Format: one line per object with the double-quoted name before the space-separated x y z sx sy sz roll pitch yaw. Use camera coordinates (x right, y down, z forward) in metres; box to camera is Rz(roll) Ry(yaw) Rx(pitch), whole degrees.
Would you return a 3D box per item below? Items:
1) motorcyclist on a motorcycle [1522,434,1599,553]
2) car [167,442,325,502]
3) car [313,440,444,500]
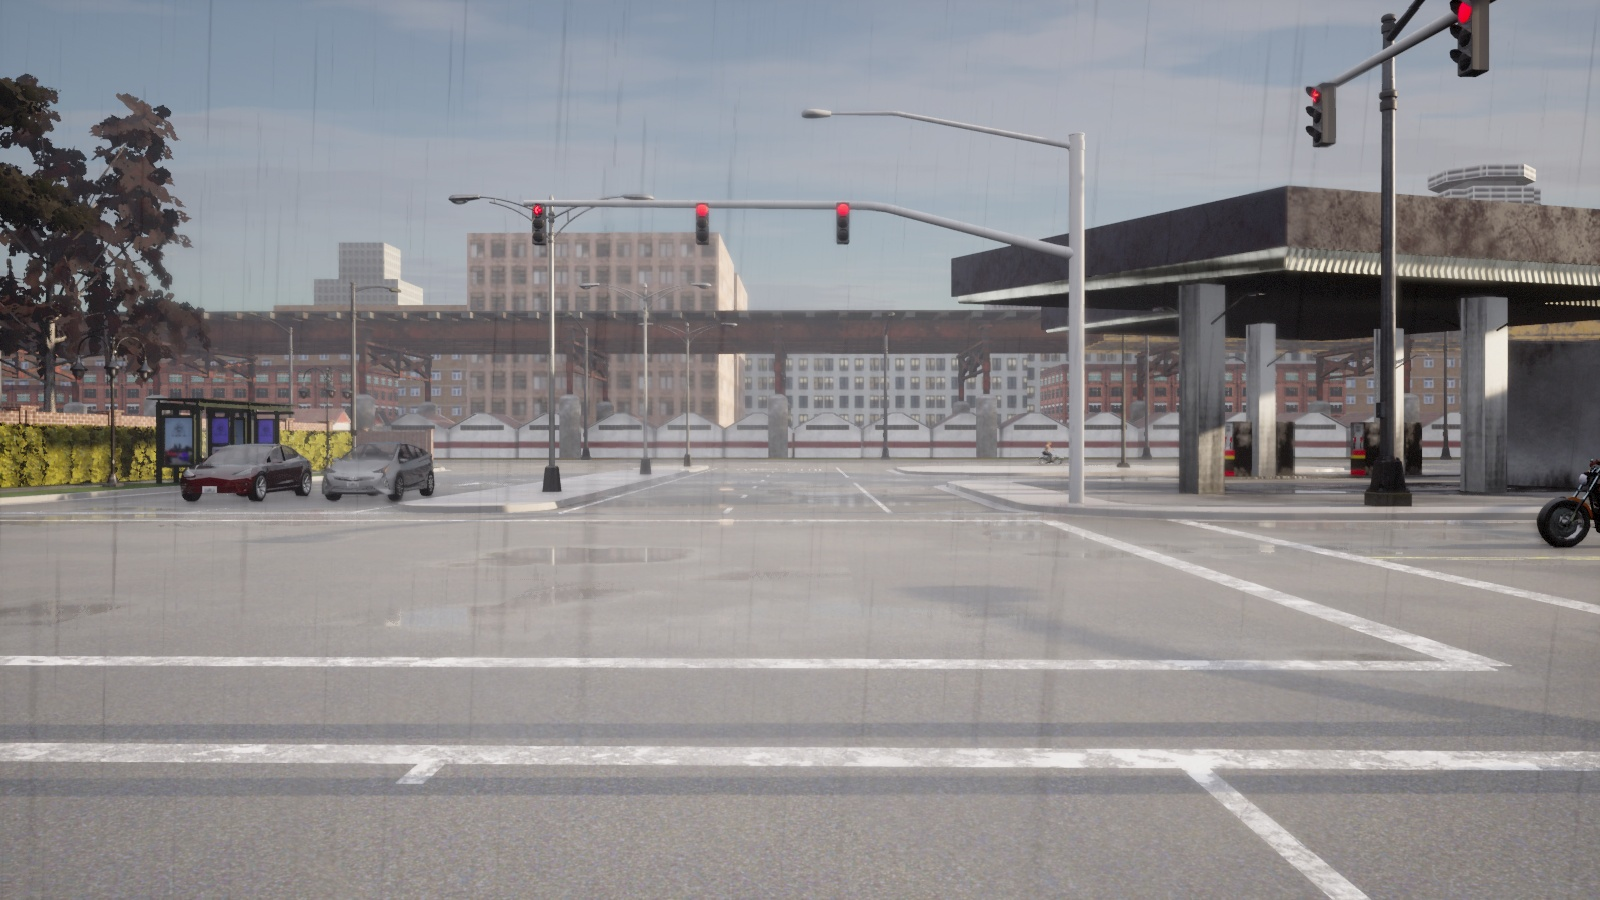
"motorcyclist on a motorcycle" 11.649 0.606 17.834 2.350 1.649 0.766 0 0 -1
"car" -14.822 0.543 33.925 2.163 1.488 4.792 0 0 0
"car" -11.300 0.492 34.023 2.007 1.525 4.514 0 0 0
